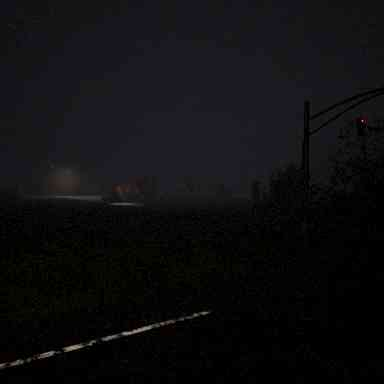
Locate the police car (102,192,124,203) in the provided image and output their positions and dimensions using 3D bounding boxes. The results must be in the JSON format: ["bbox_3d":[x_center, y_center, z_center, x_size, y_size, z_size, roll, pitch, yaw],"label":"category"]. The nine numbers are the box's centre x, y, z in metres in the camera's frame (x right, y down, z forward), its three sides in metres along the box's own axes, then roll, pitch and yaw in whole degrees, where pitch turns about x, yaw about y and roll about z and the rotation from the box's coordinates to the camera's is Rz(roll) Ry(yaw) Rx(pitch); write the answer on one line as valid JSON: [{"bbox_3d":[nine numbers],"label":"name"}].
[{"bbox_3d":[-11.806,0.821,49.790,2.038,1.542,4.974,1,0,-32],"label":"police car"}]
